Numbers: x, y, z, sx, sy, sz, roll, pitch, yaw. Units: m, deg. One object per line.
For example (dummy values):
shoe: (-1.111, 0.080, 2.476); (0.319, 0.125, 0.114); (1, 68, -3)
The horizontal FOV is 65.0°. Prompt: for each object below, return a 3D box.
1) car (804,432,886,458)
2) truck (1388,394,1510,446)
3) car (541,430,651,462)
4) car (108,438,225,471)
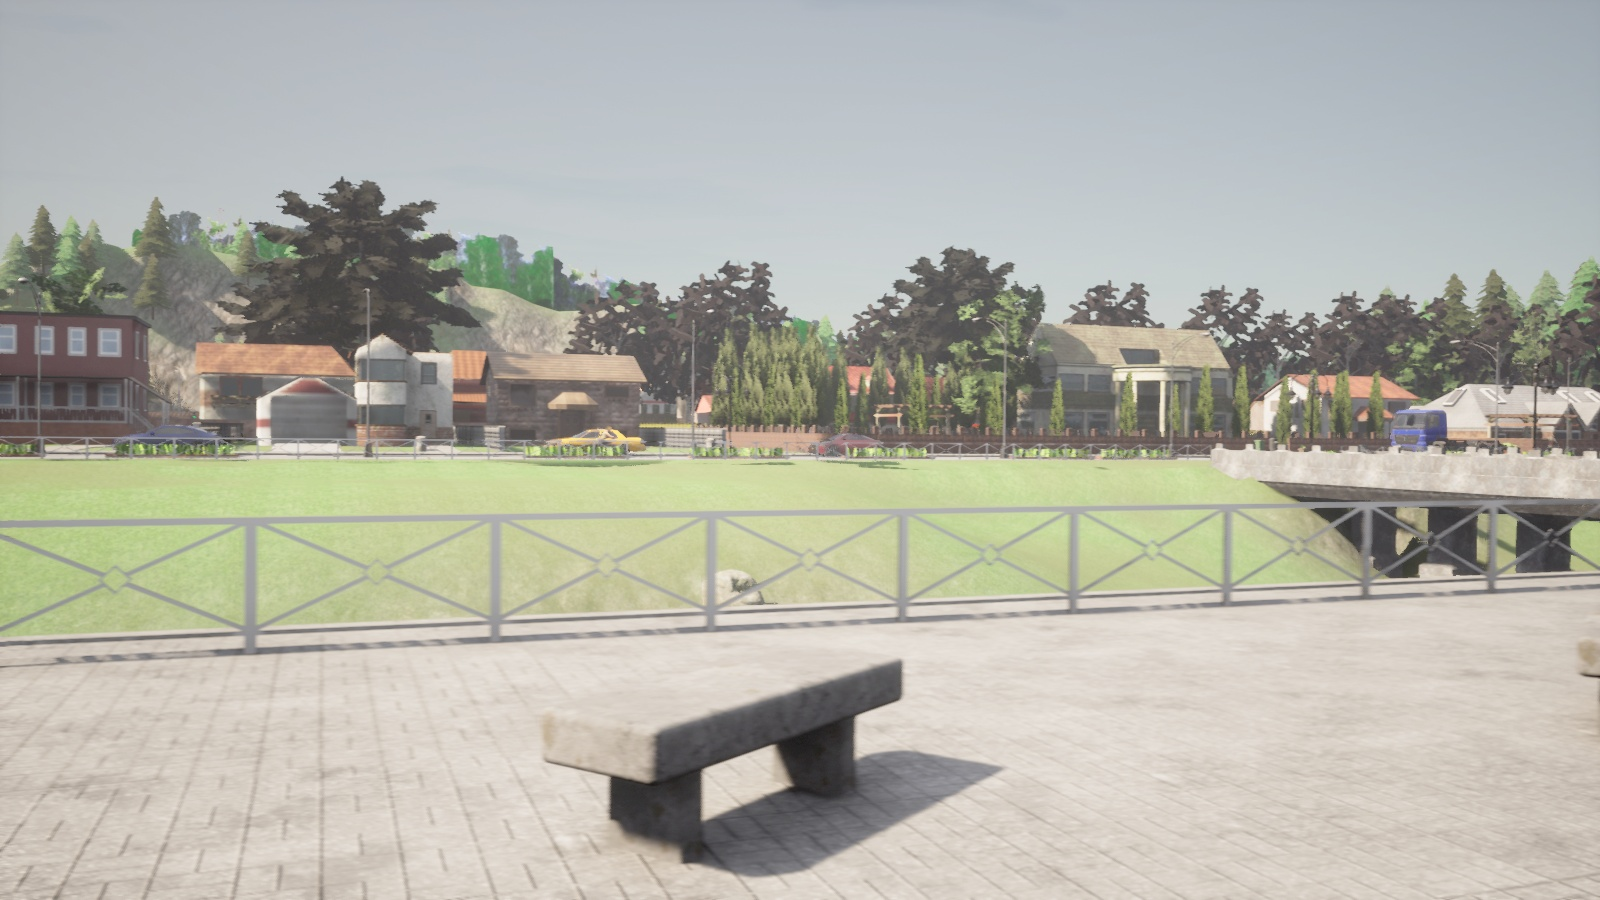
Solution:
car: (2.535, -0.316, 70.723); (4.181, 1.385, 1.994); (-1, 1, -21)
truck: (44.831, -2.081, 86.757); (7.936, 3.462, 2.891); (-1, 1, -21)
car: (-10.670, -0.217, 65.711); (5.366, 1.575, 1.801); (-1, 1, -21)
car: (-29.482, 0.189, 58.575); (4.674, 1.442, 1.812); (-1, 1, -21)
